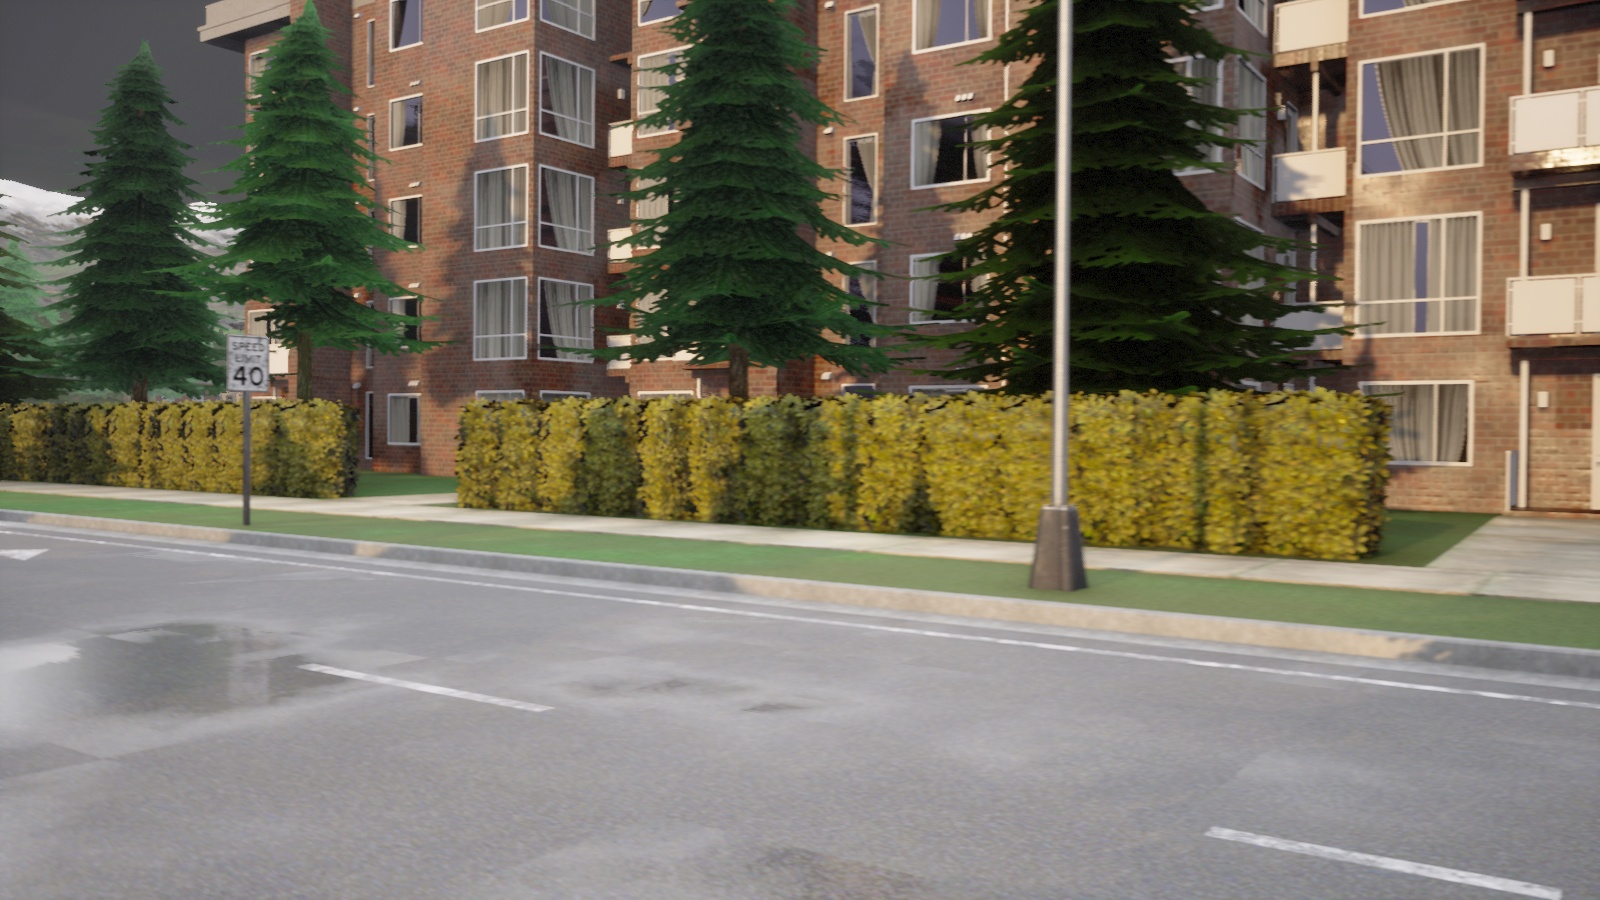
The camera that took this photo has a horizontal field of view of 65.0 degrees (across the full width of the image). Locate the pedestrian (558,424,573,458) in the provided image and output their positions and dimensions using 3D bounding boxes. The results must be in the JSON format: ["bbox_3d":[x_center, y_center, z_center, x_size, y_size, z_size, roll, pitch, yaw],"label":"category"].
[{"bbox_3d":[-13.404,-0.517,71.803,0.423,1.949,0.788,0,1,34],"label":"pedestrian"}]
